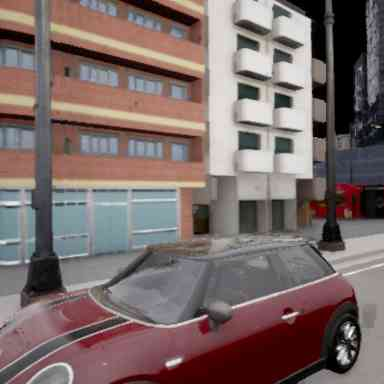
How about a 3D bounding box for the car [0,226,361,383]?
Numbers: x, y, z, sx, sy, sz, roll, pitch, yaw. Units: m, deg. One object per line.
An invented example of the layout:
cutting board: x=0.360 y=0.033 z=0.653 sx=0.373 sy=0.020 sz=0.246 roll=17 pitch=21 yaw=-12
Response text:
car: x=0.021 y=1.389 z=4.012 sx=4.553 sy=1.767 sz=2.097 roll=0 pitch=-1 yaw=-36
